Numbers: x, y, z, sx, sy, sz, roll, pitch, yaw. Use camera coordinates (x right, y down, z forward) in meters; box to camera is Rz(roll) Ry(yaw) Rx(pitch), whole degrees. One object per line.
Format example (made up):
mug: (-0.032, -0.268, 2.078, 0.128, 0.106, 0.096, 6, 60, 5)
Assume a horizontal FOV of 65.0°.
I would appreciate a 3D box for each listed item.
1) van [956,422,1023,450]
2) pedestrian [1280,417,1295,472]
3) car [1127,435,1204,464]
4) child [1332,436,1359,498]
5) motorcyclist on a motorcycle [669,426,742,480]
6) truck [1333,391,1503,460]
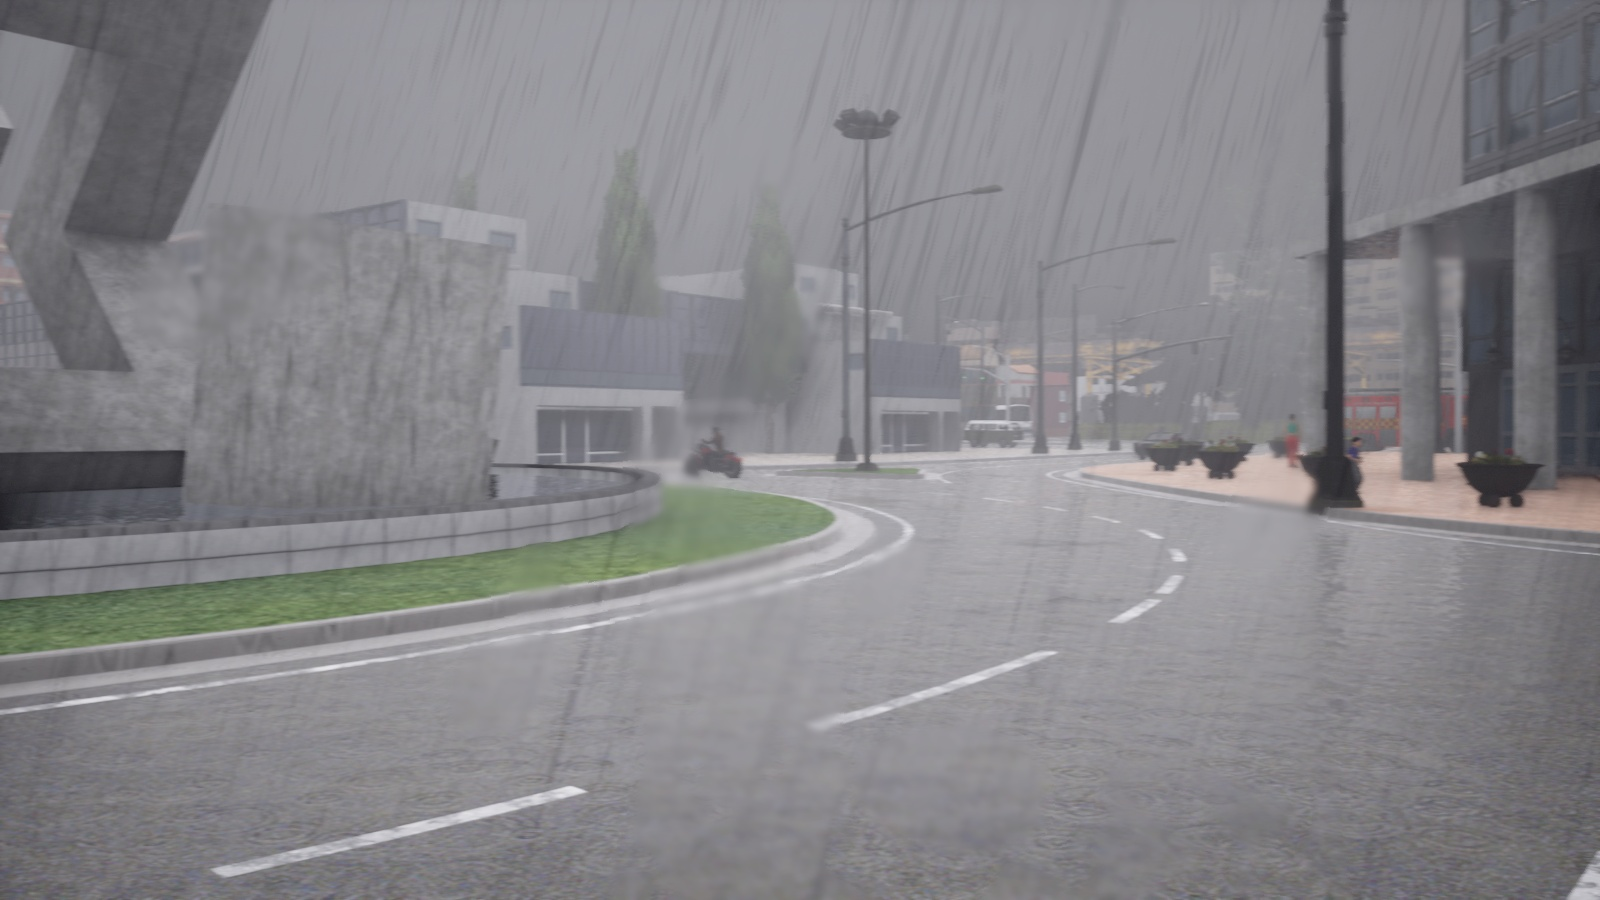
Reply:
van: (14.257, -1.090, 94.531, 4.480, 2.038, 2.069, 1, 1, 37)
pedestrian: (16.444, -0.181, 42.336, 0.345, 1.836, 0.594, 1, 1, 31)
car: (17.355, -0.049, 59.559, 1.895, 1.301, 4.718, 1, 1, 38)
child: (11.346, 0.349, 26.107, 0.270, 1.263, 0.437, -1, 1, -43)
motorcyclist on a motorcycle: (-3.006, 0.078, 39.787, 2.350, 1.649, 0.766, 1, 2, 37)
truck: (36.083, -1.446, 73.525, 8.468, 3.827, 2.891, 1, 1, 37)
